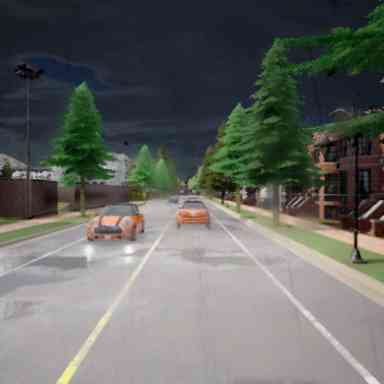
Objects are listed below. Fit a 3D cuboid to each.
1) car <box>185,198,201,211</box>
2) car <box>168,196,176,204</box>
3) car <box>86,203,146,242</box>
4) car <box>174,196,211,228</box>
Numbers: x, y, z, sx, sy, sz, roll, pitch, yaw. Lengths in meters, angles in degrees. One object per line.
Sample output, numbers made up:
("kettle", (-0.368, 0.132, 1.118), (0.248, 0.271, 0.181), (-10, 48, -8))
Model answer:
("car", (0.093, 1.516, 41.624), (1.837, 1.490, 4.892), (0, 0, 0))
("car", (-3.513, 1.501, 62.953), (1.882, 1.535, 5.008), (0, 0, 0))
("car", (-3.601, 1.357, 16.449), (2.097, 1.767, 4.553), (0, 0, 0))
("car", (0.097, 1.358, 22.143), (2.097, 1.767, 4.553), (0, 0, 0))
